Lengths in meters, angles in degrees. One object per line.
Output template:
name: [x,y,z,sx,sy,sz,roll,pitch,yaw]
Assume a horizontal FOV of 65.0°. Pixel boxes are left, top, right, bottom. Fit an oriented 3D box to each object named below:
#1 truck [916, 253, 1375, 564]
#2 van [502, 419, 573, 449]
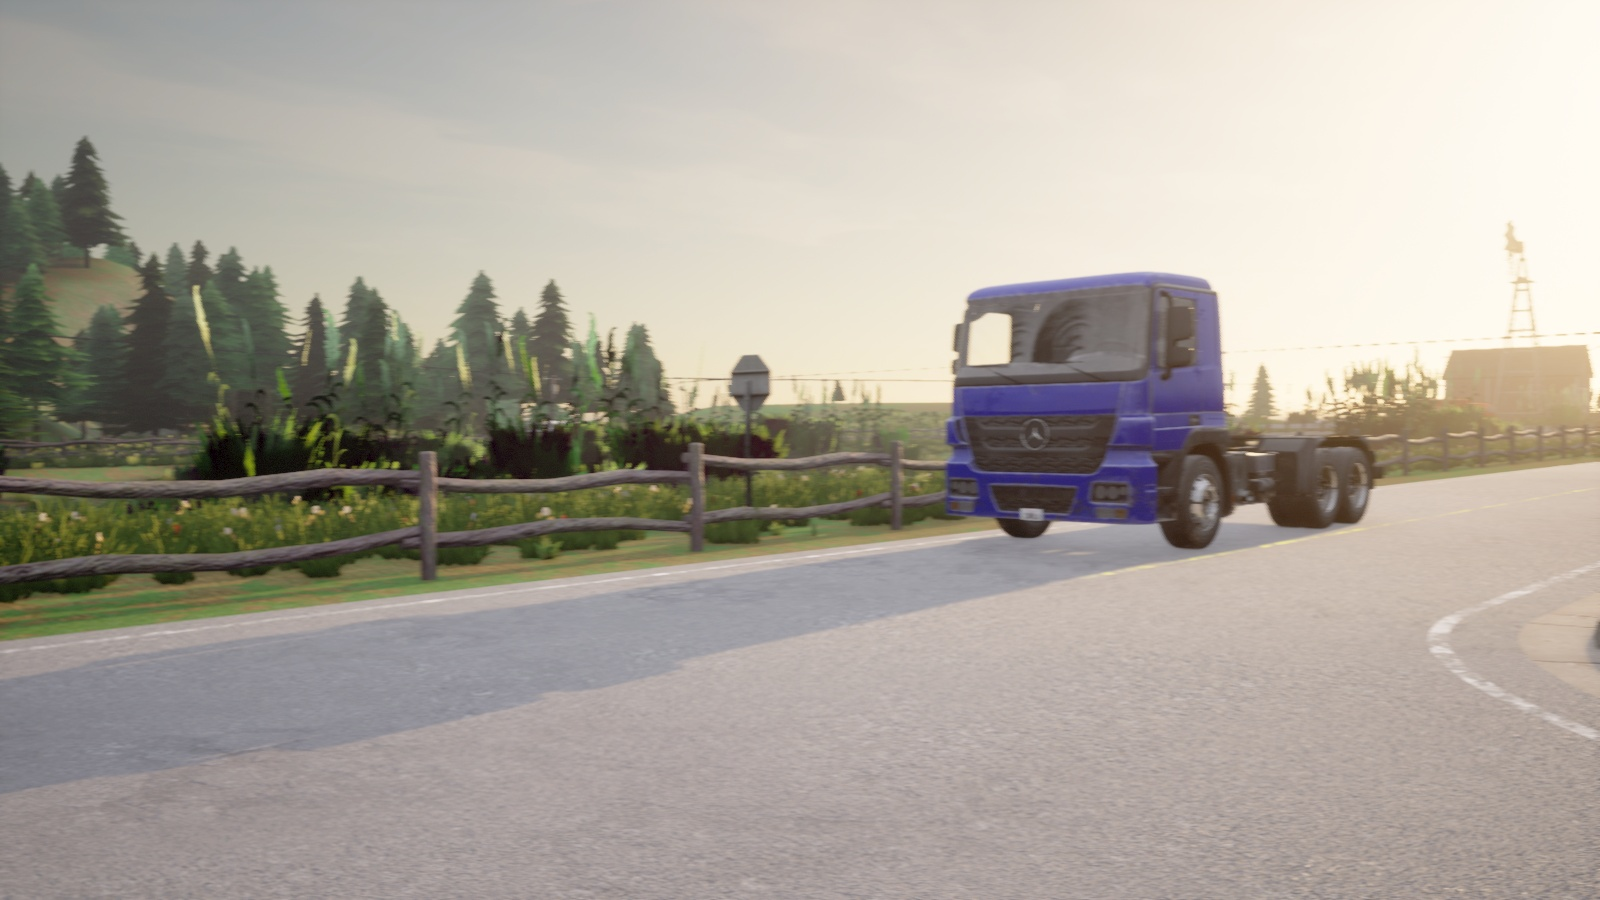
truck: [5.252,-0.538,17.866,2.891,3.462,7.936,1,2,43]
van: [-18.279,-1.129,87.460,2.069,2.038,4.480,1,1,43]
